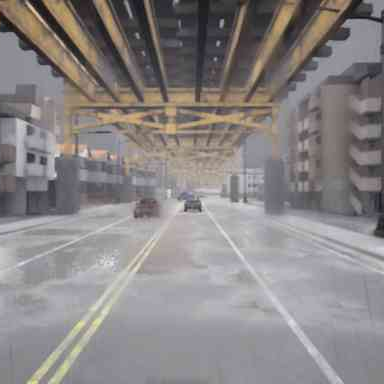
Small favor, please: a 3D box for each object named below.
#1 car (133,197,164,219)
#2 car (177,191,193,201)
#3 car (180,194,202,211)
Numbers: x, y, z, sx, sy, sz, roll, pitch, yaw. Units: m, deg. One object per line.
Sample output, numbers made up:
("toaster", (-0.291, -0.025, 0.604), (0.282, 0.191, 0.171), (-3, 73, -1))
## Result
("car", (-3.595, 1.250, 27.934), (2.097, 1.767, 4.553), (0, 0, 0))
("car", (-1.254, 0.869, 68.667), (2.150, 2.045, 5.566), (0, 0, 17))
("car", (0.099, 1.332, 37.158), (2.128, 1.511, 4.902), (0, 0, 0))
